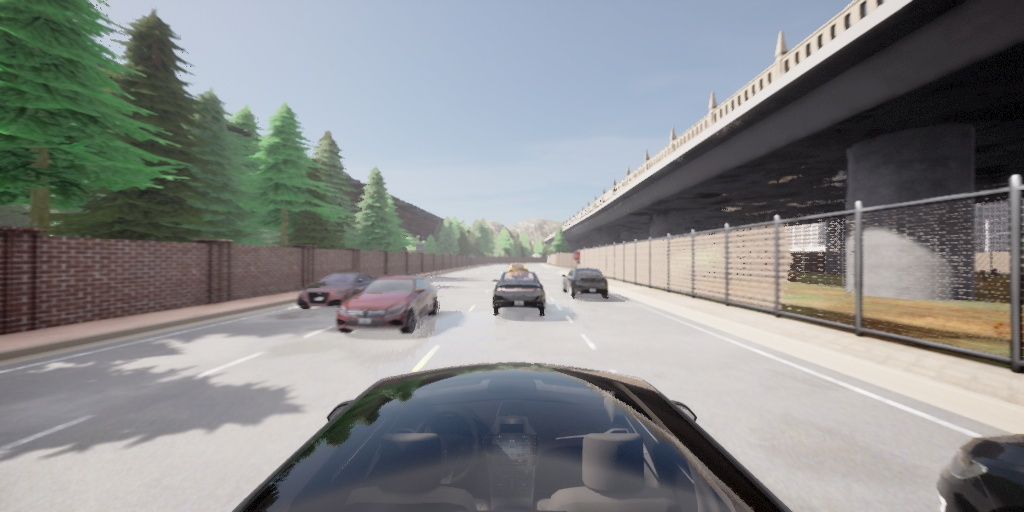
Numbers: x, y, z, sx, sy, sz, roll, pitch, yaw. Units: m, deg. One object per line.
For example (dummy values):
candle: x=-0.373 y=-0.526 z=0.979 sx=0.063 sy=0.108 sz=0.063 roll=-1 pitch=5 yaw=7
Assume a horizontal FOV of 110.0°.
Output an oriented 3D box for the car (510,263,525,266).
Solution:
car: x=0.555 y=1.441 z=34.542 sx=1.882 sy=1.535 sz=5.008 roll=0 pitch=0 yaw=1

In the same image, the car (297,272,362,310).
car: x=-6.925 y=1.364 z=14.885 sx=1.994 sy=1.385 sz=4.181 roll=0 pitch=0 yaw=1

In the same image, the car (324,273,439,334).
car: x=-3.495 y=1.317 z=10.940 sx=1.812 sy=1.442 sz=4.674 roll=0 pitch=0 yaw=1

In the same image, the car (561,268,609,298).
car: x=3.840 y=1.387 z=19.327 sx=1.837 sy=1.490 sz=4.892 roll=0 pitch=0 yaw=1

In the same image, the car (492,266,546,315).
car: x=0.263 y=1.321 z=13.968 sx=2.128 sy=1.511 sz=4.902 roll=0 pitch=0 yaw=1

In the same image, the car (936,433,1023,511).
car: x=3.560 y=1.261 z=0.165 sx=1.837 sy=1.490 sz=4.892 roll=0 pitch=-1 yaw=0
